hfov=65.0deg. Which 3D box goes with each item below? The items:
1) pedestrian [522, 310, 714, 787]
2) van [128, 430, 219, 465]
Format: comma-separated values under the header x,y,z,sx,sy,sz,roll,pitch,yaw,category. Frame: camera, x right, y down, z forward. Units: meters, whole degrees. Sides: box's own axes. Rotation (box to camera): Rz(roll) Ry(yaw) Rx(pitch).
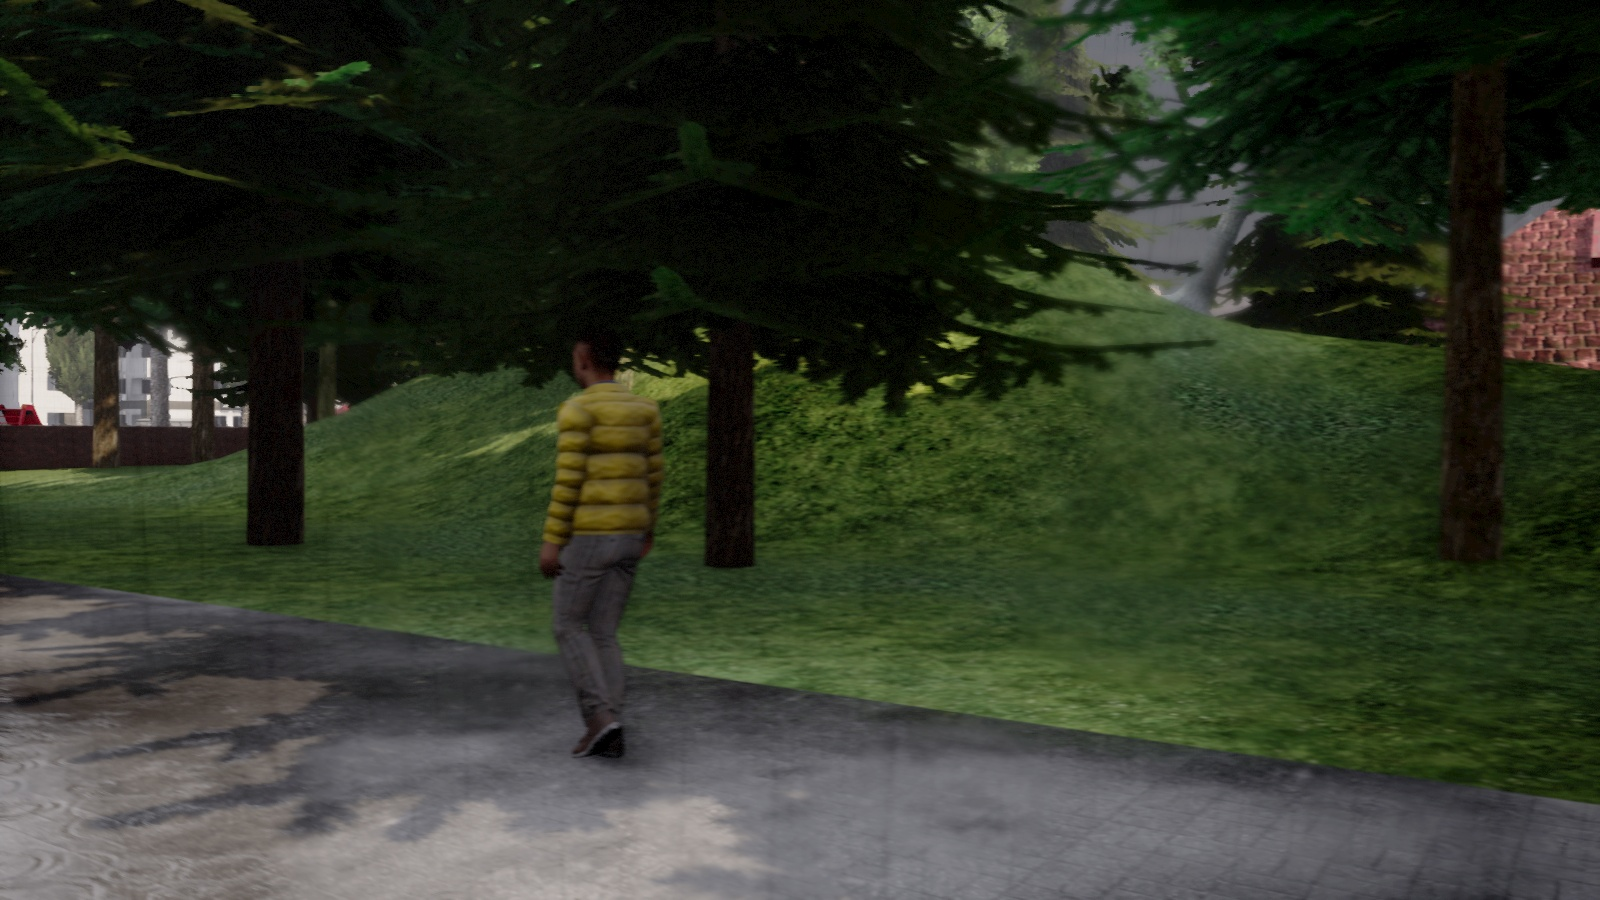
x,y,z,sx,sy,sz,roll,pitch,yaw,category
-0.767,0.376,5.240,0.709,1.840,0.431,0,1,44,pedestrian
-36.639,-0.188,73.573,1.775,1.987,4.442,0,1,34,van
